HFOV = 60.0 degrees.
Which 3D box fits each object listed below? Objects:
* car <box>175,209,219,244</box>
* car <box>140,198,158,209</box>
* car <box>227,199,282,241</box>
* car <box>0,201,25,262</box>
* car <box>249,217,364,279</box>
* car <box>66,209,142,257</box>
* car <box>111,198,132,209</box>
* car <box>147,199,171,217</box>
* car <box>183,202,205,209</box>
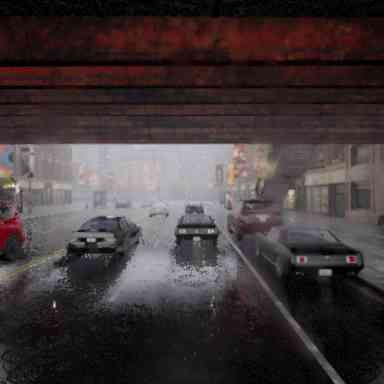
[{"bbox_3d":[0.215,1.730,16.413,1.895,1.301,4.718,0,0,0],"label":"car"},{"bbox_3d":[-6.957,2.011,52.470,1.895,1.301,4.718,0,0,0],"label":"car"},{"bbox_3d":[3.181,1.368,17.691,2.435,2.045,5.566,0,0,0],"label":"car"},{"bbox_3d":[-7.036,1.297,9.597,2.150,2.045,5.566,0,0,1],"label":"car"},{"bbox_3d":[3.226,1.677,10.292,1.895,1.301,4.718,0,0,0],"label":"car"},{"bbox_3d":[-3.298,1.653,13.450,2.033,1.411,5.357,0,0,0],"label":"car"},{"bbox_3d":[-10.462,1.876,50.906,1.882,1.535,5.008,0,0,0],"label":"car"},{"bbox_3d":[-3.291,1.798,34.780,1.812,1.442,4.674,0,0,0],"label":"car"},{"bbox_3d":[0.223,1.770,33.818,1.837,1.490,4.892,0,0,0],"label":"car"}]
